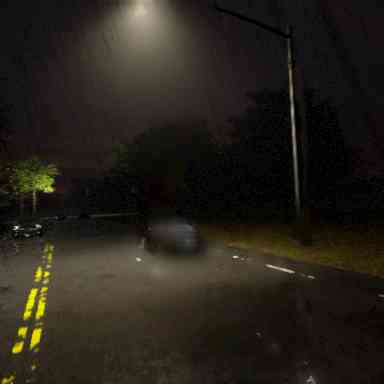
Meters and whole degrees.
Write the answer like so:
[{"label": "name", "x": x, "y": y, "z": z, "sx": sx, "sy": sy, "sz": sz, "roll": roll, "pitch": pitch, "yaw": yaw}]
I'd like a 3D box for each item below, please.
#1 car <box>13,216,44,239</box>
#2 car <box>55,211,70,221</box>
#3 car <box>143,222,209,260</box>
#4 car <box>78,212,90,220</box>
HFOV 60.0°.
[{"label": "car", "x": -13.557, "y": 2.864, "z": 27.781, "sx": 2.097, "sy": 1.767, "sz": 4.553, "roll": -2, "pitch": -2, "yaw": -22}, {"label": "car", "x": -26.266, "y": 4.997, "z": 66.789, "sx": 1.837, "sy": 1.490, "sz": 4.892, "roll": -2, "pitch": -2, "yaw": -15}, {"label": "car", "x": -0.869, "y": 2.066, "z": 14.941, "sx": 1.994, "sy": 1.385, "sz": 4.181, "roll": -2, "pitch": -2, "yaw": -22}, {"label": "car", "x": -21.748, "y": 4.812, "z": 67.070, "sx": 2.128, "sy": 1.511, "sz": 4.902, "roll": -2, "pitch": -2, "yaw": -22}]
